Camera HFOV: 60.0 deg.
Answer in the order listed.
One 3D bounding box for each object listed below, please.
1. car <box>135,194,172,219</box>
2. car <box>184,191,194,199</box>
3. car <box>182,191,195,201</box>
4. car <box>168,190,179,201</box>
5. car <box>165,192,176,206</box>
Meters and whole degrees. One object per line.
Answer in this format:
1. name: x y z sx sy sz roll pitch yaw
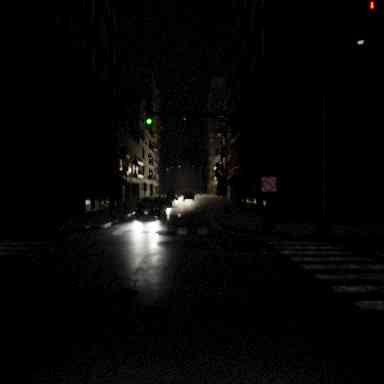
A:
1. car: -3.031 1.127 25.227 2.128 1.511 4.902 0 1 3
2. car: -0.622 0.582 64.311 1.837 1.490 4.892 0 1 -1
3. car: -0.521 0.729 53.893 1.837 1.490 4.892 0 1 -1
4. car: -3.324 0.559 55.026 2.097 1.767 4.553 0 1 0
5. car: -3.200 1.023 37.534 1.994 1.385 4.181 0 1 -1
